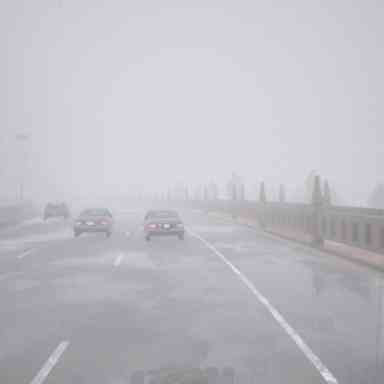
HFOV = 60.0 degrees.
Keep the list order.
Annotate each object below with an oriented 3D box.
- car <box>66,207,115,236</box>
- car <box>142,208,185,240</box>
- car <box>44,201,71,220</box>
[{"bbox_3d":[-5.368,1.575,18.573,2.033,1.411,5.357,0,0,-11],"label":"car"},{"bbox_3d":[-1.564,1.560,17.252,2.033,1.411,5.357,0,0,-10],"label":"car"},{"bbox_3d":[-11.613,1.546,28.853,2.128,1.511,4.902,0,0,-17],"label":"car"}]
